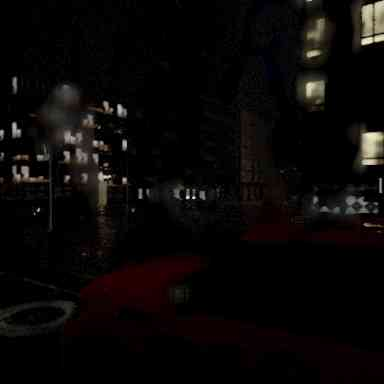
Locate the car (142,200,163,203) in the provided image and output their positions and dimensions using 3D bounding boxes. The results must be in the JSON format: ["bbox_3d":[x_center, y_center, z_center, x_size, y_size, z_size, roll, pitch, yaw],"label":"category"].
[{"bbox_3d":[-4.561,1.668,35.993,2.128,1.511,4.902,0,0,37],"label":"car"}]

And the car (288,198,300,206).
[{"bbox_3d":[19.552,1.845,62.964,2.128,1.511,4.902,0,0,36],"label":"car"}]

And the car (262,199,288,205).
[{"bbox_3d":[13.401,1.856,54.724,2.033,1.411,5.357,0,0,37],"label":"car"}]

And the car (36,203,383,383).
[{"bbox_3d":[1.258,1.223,2.786,5.566,2.045,2.150,0,0,36],"label":"car"}]

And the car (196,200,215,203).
[{"bbox_3d":[1.605,1.749,44.235,1.812,1.442,4.674,0,0,36],"label":"car"}]

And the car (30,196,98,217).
[{"bbox_3d":[-10.507,1.353,27.977,2.150,2.045,5.566,0,0,39],"label":"car"}]
